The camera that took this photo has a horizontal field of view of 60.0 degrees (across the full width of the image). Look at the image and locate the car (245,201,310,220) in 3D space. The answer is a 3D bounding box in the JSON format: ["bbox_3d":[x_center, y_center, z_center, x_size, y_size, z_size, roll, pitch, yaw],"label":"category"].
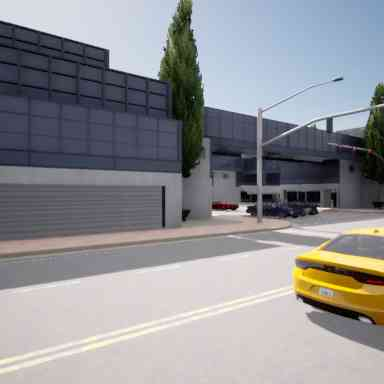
[{"bbox_3d":[7.050,1.547,28.805,2.033,1.411,5.357,0,0,-37],"label":"car"}]

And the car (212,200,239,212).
[{"bbox_3d":[3.373,1.600,39.556,1.895,1.301,4.718,0,0,-37],"label":"car"}]

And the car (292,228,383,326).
[{"bbox_3d":[4.187,1.477,6.829,5.008,1.535,1.882,0,0,-36],"label":"car"}]

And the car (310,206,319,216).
[{"bbox_3d":[9.665,1.563,31.170,1.994,1.385,4.181,0,0,-37],"label":"car"}]
